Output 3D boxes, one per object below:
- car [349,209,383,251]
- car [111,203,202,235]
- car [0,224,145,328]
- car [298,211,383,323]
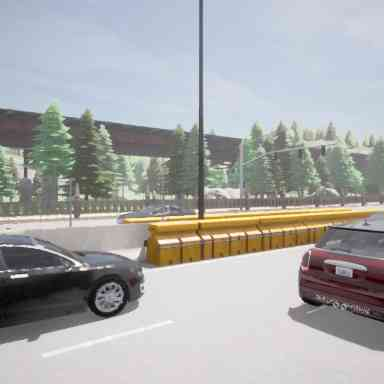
[{"bbox_3d":[8.946,1.525,14.437,4.674,1.442,1.812,0,0,-36],"label":"car"},{"bbox_3d":[-2.014,1.501,19.641,4.902,1.511,2.128,0,0,-36],"label":"car"},{"bbox_3d":[-3.185,1.505,5.774,4.892,1.490,1.837,0,0,-36],"label":"car"},{"bbox_3d":[4.269,1.352,6.802,4.553,1.767,2.097,0,0,-36],"label":"car"}]
